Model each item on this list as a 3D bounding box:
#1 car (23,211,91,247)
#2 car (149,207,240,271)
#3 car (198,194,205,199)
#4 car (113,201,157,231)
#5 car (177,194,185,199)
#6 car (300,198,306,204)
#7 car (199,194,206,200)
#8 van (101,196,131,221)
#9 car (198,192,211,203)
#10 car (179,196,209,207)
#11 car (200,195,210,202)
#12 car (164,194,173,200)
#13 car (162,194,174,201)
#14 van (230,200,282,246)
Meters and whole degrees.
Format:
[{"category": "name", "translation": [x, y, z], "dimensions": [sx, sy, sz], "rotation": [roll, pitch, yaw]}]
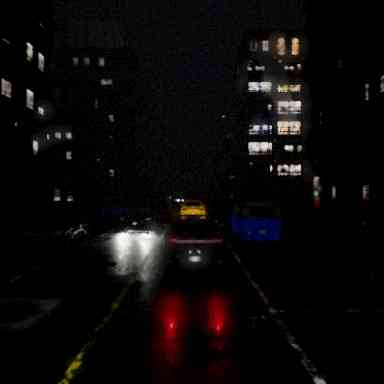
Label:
[{"category": "car", "translation": [-5.689, 1.523, 14.549], "dimensions": [1.802, 1.307, 4.206], "rotation": [0, 0, 0]}, {"category": "car", "translation": [0.080, 1.447, 10.703], "dimensions": [2.128, 1.511, 4.902], "rotation": [0, 0, 0]}, {"category": "car", "translation": [2.693, 1.231, 91.384], "dimensions": [1.802, 1.307, 4.206], "rotation": [0, 0, 0]}, {"category": "car", "translation": [-3.088, 1.483, 19.814], "dimensions": [1.994, 1.385, 4.181], "rotation": [0, 0, 0]}, {"category": "car", "translation": [-2.999, 1.188, 87.504], "dimensions": [2.128, 1.511, 4.902], "rotation": [0, 0, 0]}, {"category": "car", "translation": [18.258, 1.065, 49.263], "dimensions": [4.313, 1.339, 1.947], "rotation": [-1, 1, 0]}, {"category": "car", "translation": [2.693, 1.251, 85.850], "dimensions": [1.802, 1.307, 4.206], "rotation": [0, 0, 0]}, {"category": "van", "translation": [-5.800, 1.237, 25.816], "dimensions": [1.690, 1.788, 3.998], "rotation": [0, 0, 0]}, {"category": "car", "translation": [2.693, 1.190, 63.712], "dimensions": [1.967, 1.590, 4.097], "rotation": [0, 0, 0]}, {"category": "car", "translation": [0.086, 1.372, 25.935], "dimensions": [1.882, 1.535, 5.008], "rotation": [0, 0, 0]}, {"category": "car", "translation": [2.693, 1.280, 69.246], "dimensions": [2.008, 1.369, 4.403], "rotation": [0, 0, 0]}, {"category": "car", "translation": [-5.687, 1.270, 80.316], "dimensions": [1.802, 1.307, 4.206], "rotation": [0, 0, 0]}, {"category": "car", "translation": [-5.688, 1.260, 74.782], "dimensions": [2.008, 1.369, 4.403], "rotation": [0, 0, 0]}, {"category": "van", "translation": [2.693, 1.282, 14.544], "dimensions": [1.690, 1.788, 3.998], "rotation": [0, 0, 0]}]
